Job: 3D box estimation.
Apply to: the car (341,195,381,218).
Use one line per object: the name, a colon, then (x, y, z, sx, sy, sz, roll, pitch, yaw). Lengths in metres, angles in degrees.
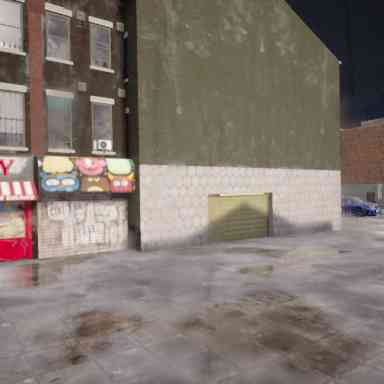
car: (14.863, 1.365, 31.755, 2.150, 2.045, 5.566, -1, 0, -35)
